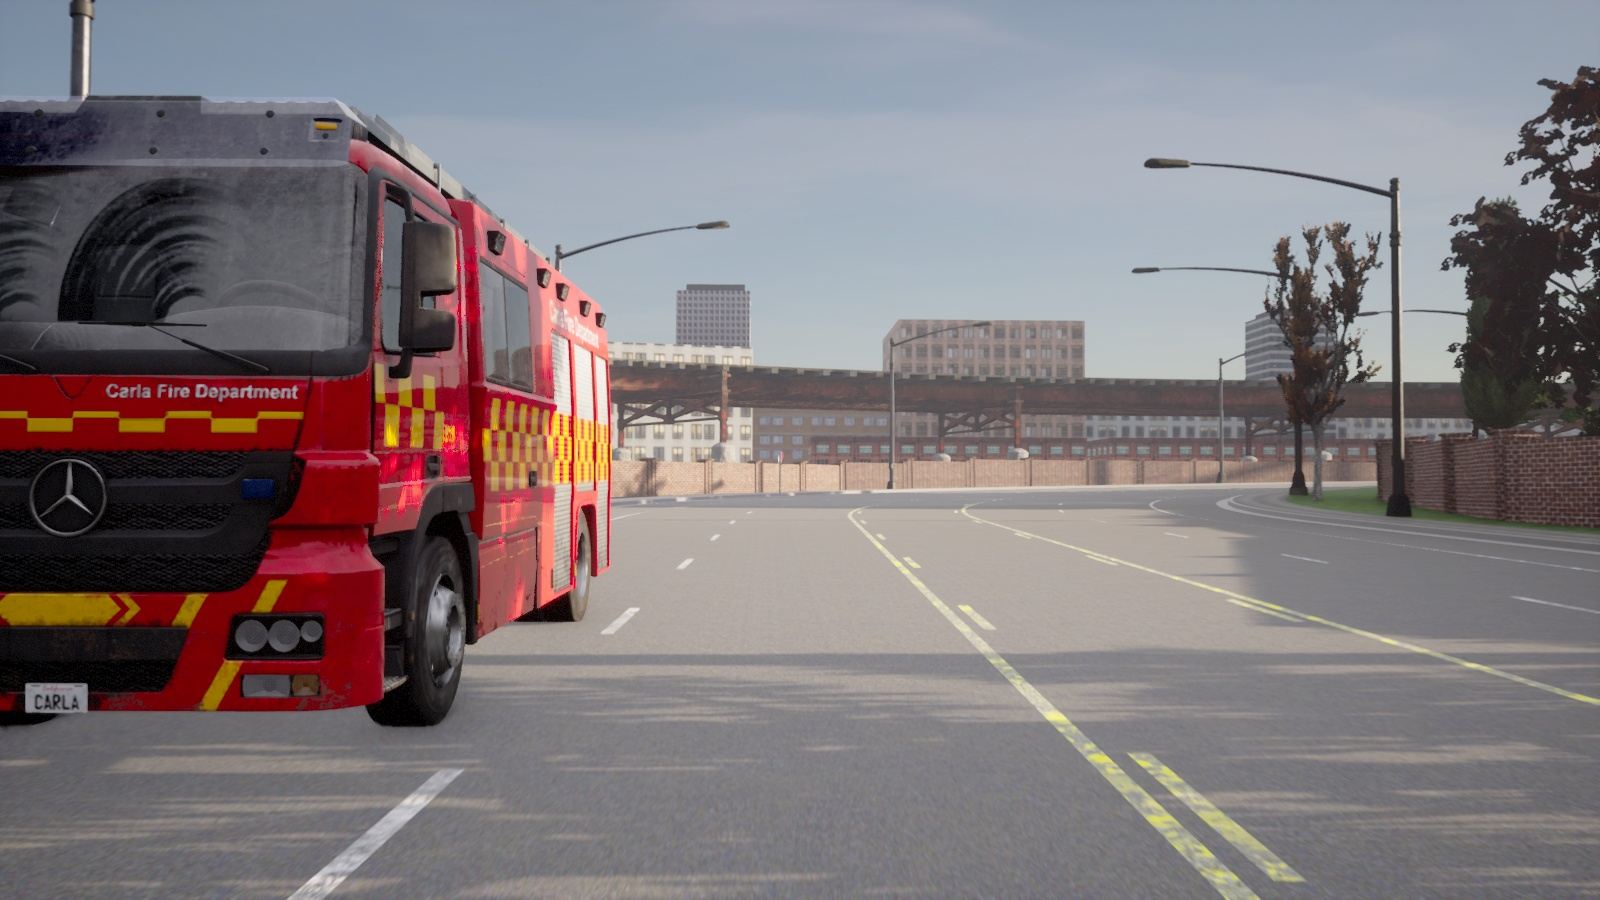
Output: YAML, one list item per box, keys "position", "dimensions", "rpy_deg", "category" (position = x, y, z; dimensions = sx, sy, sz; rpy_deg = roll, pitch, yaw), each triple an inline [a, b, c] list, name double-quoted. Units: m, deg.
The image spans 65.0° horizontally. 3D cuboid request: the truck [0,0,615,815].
- position: [-3.531, -0.197, 9.985]
  dimensions: [2.891, 3.827, 8.468]
  rpy_deg: [0, -1, 0]
  category: "truck"
